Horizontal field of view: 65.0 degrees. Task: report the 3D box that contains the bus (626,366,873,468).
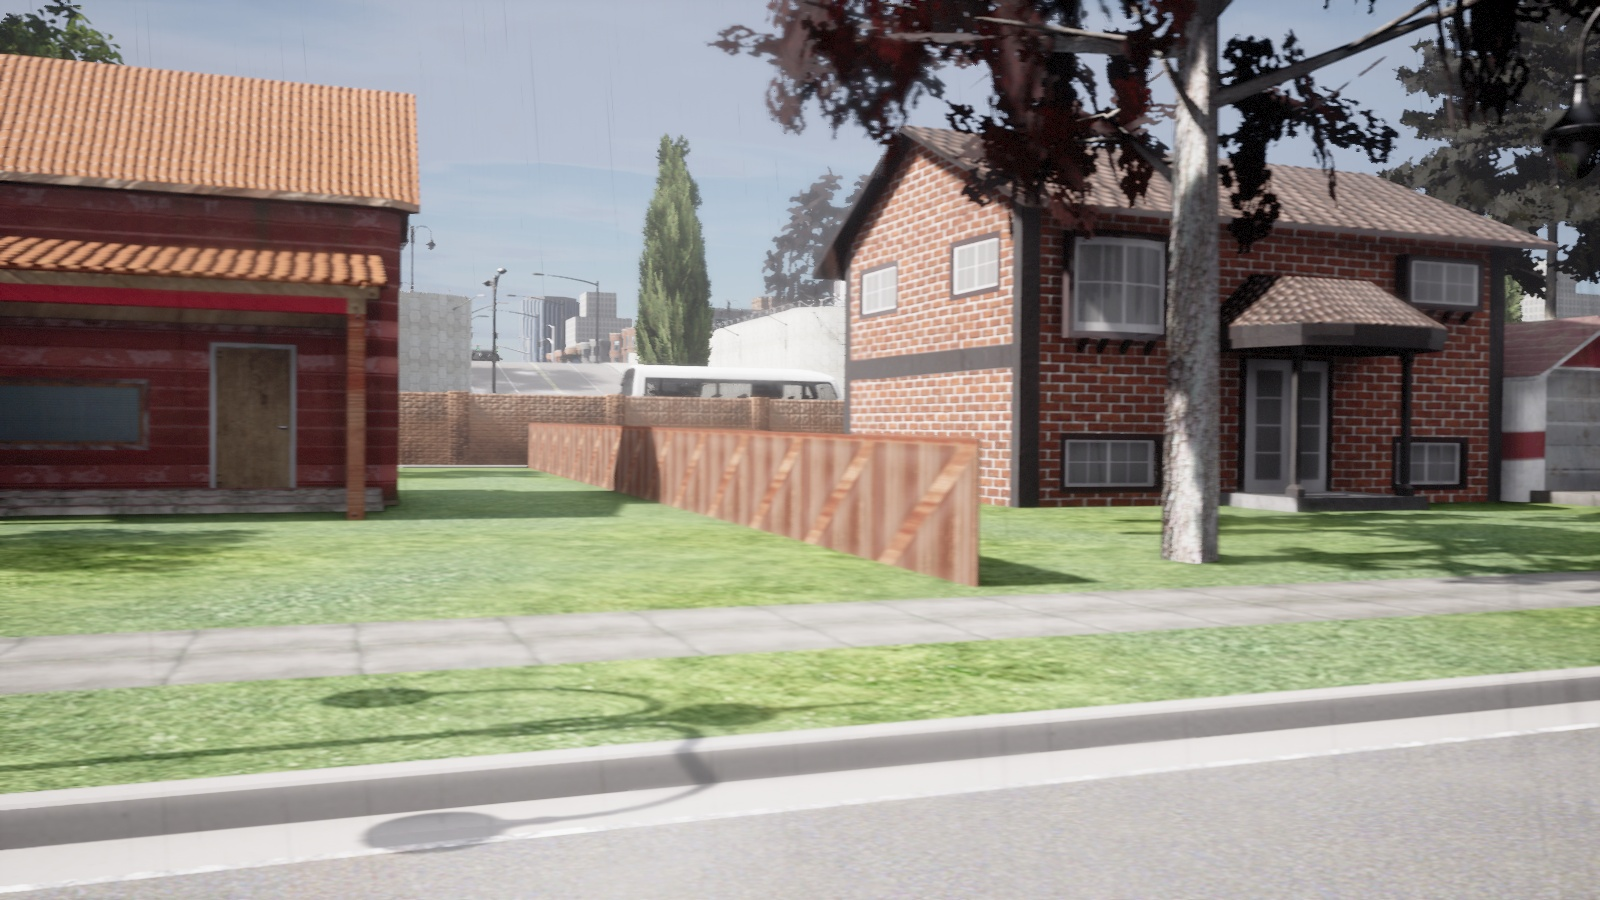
[{"bbox_3d":[-2.264,-1.466,56.034,10.273,4.253,3.944,-1,1,-20],"label":"bus"}]
